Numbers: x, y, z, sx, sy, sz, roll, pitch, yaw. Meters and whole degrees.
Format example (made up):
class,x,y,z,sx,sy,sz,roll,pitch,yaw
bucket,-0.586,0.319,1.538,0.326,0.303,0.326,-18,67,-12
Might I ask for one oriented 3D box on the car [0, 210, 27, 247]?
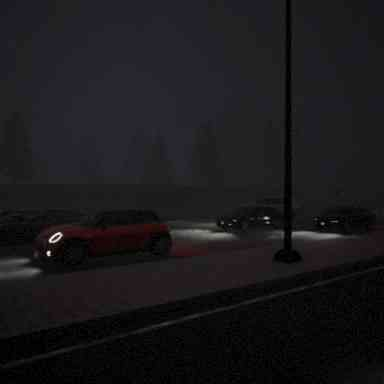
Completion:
class,x,y,z,sx,sy,sz,roll,pitch,yaw
car,-7.039,1.498,13.062,4.902,1.511,2.128,0,0,-35

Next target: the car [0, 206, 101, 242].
class,x,y,z,sx,sy,sz,roll,pitch,yaw
car,-7.322,1.545,17.157,4.674,1.442,1.812,0,0,-36

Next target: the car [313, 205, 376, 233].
class,x,y,z,sx,sy,sz,roll,pitch,yaw
car,9.506,1.596,20.533,4.892,1.490,1.837,1,0,-35

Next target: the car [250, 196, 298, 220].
class,x,y,z,sx,sy,sz,roll,pitch,yaw
car,6.112,1.317,26.700,5.566,2.045,2.150,1,0,-35

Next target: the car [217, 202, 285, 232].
class,x,y,z,sx,sy,sz,roll,pitch,yaw
car,3.755,1.575,20.774,4.892,1.490,1.837,1,0,-35

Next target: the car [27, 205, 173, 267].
class,x,y,z,sx,sy,sz,roll,pitch,yaw
car,-2.987,1.371,11.646,4.553,1.767,2.097,0,0,-35
